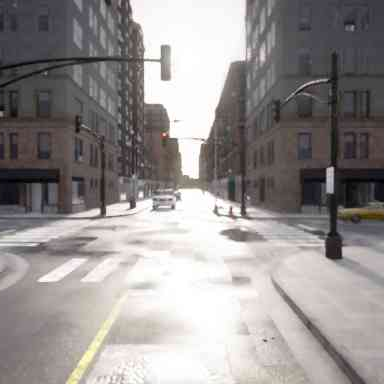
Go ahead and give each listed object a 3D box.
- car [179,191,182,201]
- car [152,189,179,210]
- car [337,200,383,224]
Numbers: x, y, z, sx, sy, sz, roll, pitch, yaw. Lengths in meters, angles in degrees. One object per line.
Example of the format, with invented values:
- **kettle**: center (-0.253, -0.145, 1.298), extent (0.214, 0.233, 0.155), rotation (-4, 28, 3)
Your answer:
- **car**: center (-2.809, 0.529, 55.328), extent (2.097, 1.767, 4.553), rotation (0, 1, 1)
- **car**: center (-2.860, 0.710, 34.763), extent (2.150, 2.045, 5.566), rotation (0, 1, 0)
- **car**: center (11.625, 1.240, 21.480), extent (4.829, 1.417, 1.752), rotation (0, 1, 0)
